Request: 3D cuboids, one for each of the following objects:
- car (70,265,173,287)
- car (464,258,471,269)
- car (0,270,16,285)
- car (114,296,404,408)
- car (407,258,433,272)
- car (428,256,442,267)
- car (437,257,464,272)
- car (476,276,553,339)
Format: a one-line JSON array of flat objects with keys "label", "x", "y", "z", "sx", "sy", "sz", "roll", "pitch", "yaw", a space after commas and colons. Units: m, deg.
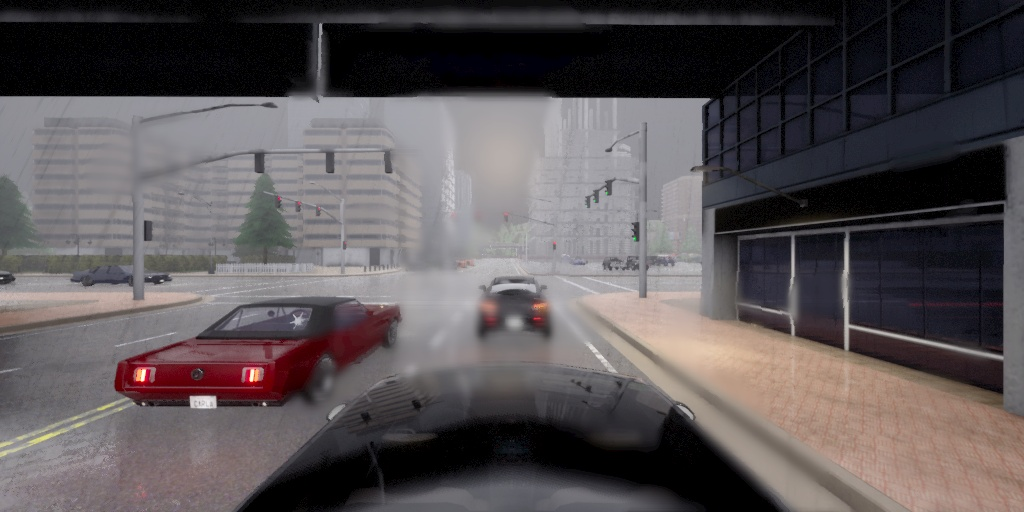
[{"label": "car", "x": -26.391, "y": 1.298, "z": 24.287, "sx": 5.357, "sy": 1.411, "sz": 2.033, "roll": 0, "pitch": 0, "yaw": 0}, {"label": "car", "x": -8.173, "y": 1.102, "z": 56.317, "sx": 2.097, "sy": 1.767, "sz": 4.553, "roll": 0, "pitch": 0, "yaw": 0}, {"label": "car", "x": -36.882, "y": 1.255, "z": 24.227, "sx": 4.892, "sy": 1.490, "sz": 1.837, "roll": 0, "pitch": 0, "yaw": 0}, {"label": "car", "x": -3.440, "y": 1.351, "z": 6.237, "sx": 1.895, "sy": 1.301, "sz": 4.718, "roll": 0, "pitch": 0, "yaw": 0}, {"label": "car", "x": -11.582, "y": 1.314, "z": 44.610, "sx": 1.994, "sy": 1.385, "sz": 4.181, "roll": 0, "pitch": 0, "yaw": 0}, {"label": "car", "x": -11.656, "y": 0.971, "z": 53.968, "sx": 2.150, "sy": 2.045, "sz": 5.566, "roll": 0, "pitch": 0, "yaw": -1}, {"label": "car", "x": -8.107, "y": 1.241, "z": 47.406, "sx": 2.128, "sy": 1.511, "sz": 4.902, "roll": 0, "pitch": 0, "yaw": 0}, {"label": "car", "x": 0.071, "y": 1.276, "z": 10.004, "sx": 1.812, "sy": 1.442, "sz": 4.674, "roll": 0, "pitch": 0, "yaw": 0}]
